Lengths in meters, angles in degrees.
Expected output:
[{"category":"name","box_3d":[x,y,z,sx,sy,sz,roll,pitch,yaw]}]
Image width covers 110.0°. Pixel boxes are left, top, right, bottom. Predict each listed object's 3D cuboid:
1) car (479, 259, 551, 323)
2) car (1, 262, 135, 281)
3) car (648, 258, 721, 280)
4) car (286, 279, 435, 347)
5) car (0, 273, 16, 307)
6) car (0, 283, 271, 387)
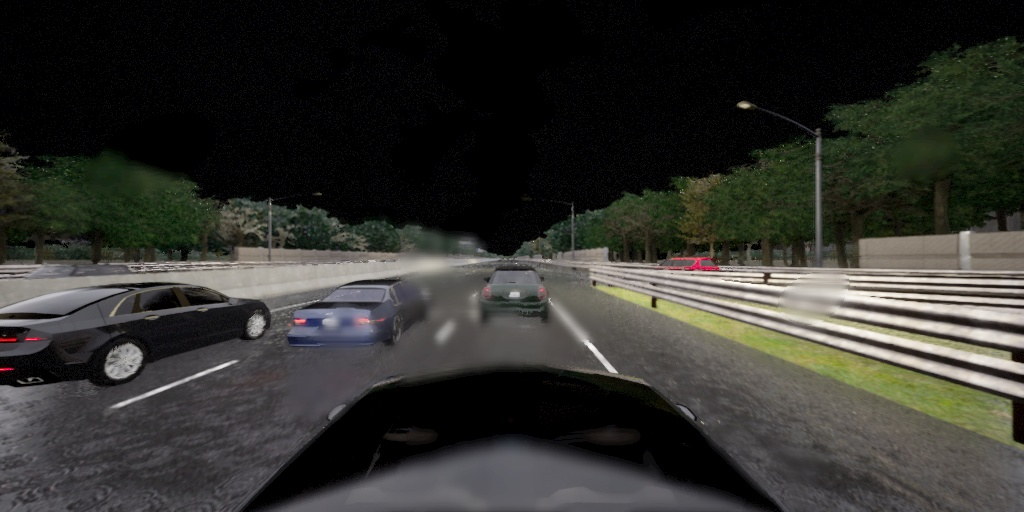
[{"category":"car","box_3d":[0.096,1.110,12.226,2.097,1.767,4.553,0,0,0]},{"category":"car","box_3d":[-17.583,1.112,14.203,2.097,1.767,4.553,0,0,0]},{"category":"car","box_3d":[12.248,1.140,26.112,2.150,2.045,5.566,1,0,-24]},{"category":"car","box_3d":[-3.403,1.302,9.244,2.033,1.411,5.357,0,0,0]},{"category":"car","box_3d":[-21.091,1.359,12.209,1.895,1.301,4.718,0,0,0]},{"category":"car","box_3d":[-6.903,1.257,6.938,1.837,1.490,4.892,0,0,0]}]
